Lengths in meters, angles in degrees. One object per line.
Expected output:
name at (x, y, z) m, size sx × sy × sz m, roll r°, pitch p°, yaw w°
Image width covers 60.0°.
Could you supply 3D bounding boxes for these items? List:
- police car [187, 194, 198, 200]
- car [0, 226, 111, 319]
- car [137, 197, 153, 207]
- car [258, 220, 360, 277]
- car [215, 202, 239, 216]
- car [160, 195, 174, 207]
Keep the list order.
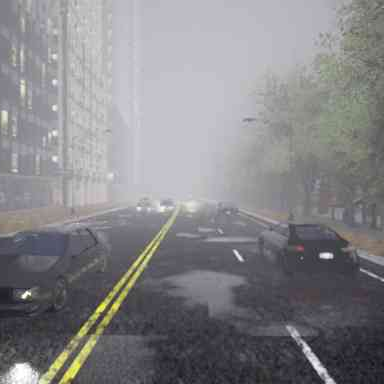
police car at (0.601, 1.400, 92.634) m, size 2.038 × 1.542 × 4.974 m, roll 0°, pitch 0°, yaw -4°
car at (-3.346, 1.544, 7.860) m, size 2.033 × 1.411 × 5.357 m, roll 0°, pitch 0°, yaw 0°
car at (-7.004, 1.486, 49.747) m, size 1.812 × 1.442 × 4.674 m, roll 0°, pitch 0°, yaw -1°
car at (3.353, 1.559, 10.292) m, size 1.994 × 1.385 × 4.181 m, roll 0°, pitch 0°, yaw 0°
car at (3.287, 1.577, 32.354) m, size 1.895 × 1.301 × 4.718 m, roll 0°, pitch 0°, yaw -1°
car at (-3.764, 1.522, 50.256) m, size 1.994 × 1.385 × 4.181 m, roll 0°, pitch 0°, yaw -1°
